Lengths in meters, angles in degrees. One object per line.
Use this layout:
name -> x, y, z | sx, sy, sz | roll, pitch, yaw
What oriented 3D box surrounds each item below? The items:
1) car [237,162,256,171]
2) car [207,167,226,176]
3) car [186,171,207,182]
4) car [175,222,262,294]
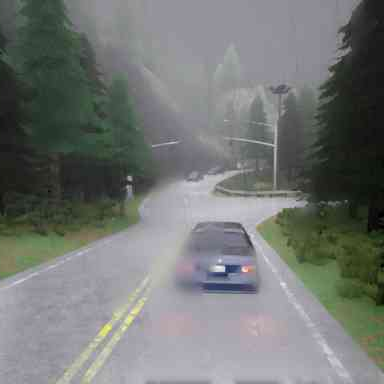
car -> 11.835, -5.474, 70.998 | 4.892, 1.490, 1.837 | -9, 9, -36
car -> 4.601, -4.044, 63.620 | 2.128, 1.511, 4.902 | 4, 10, 36
car -> 0.534, -2.563, 55.074 | 1.837, 1.490, 4.892 | 2, 10, 19
car -> 0.721, 1.498, 8.849 | 2.033, 1.411, 5.357 | 0, 0, 5
